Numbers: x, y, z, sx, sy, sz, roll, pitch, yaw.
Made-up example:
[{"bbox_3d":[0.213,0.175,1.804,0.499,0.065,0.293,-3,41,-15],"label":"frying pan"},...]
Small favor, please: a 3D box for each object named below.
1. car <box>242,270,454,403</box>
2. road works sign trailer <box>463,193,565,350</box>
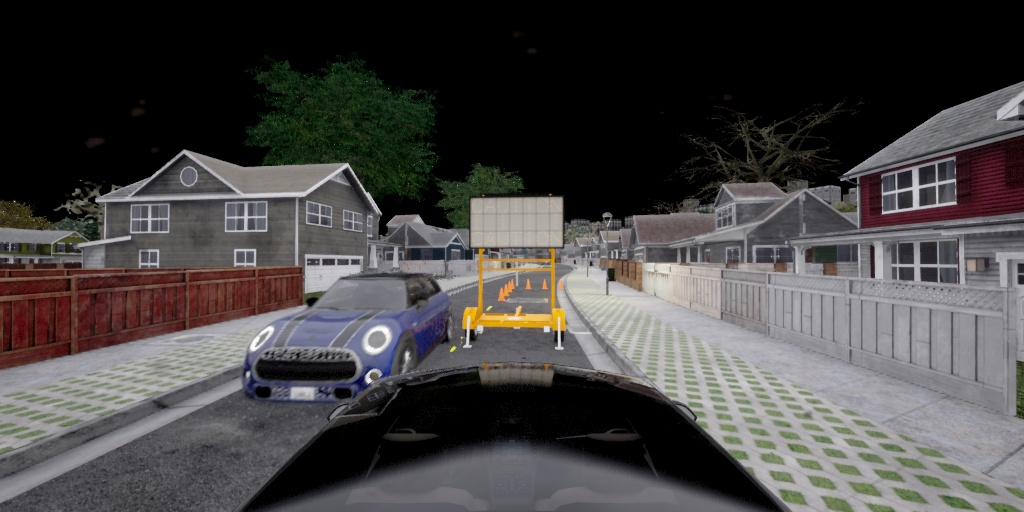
[{"bbox_3d":[-2.497,1.105,6.667,2.097,1.767,4.553,0,0,2],"label":"car"},{"bbox_3d":[0.131,0.218,9.160,2.380,3.560,2.880,0,0,5],"label":"road works sign trailer"}]
